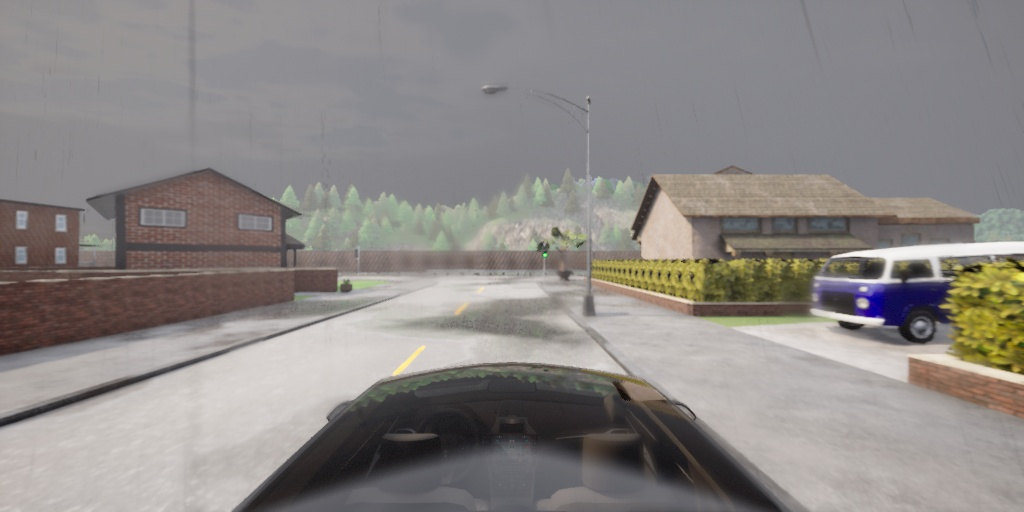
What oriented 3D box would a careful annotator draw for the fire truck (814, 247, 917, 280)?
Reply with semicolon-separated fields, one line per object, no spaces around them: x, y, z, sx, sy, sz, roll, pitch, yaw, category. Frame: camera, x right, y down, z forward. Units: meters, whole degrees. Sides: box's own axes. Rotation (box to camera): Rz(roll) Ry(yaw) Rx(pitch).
40.756;0.553;41.580;8.468;3.827;2.891;0;-1;0;fire truck
